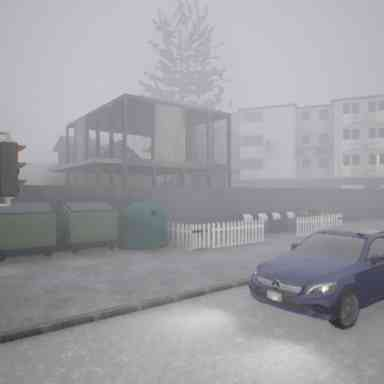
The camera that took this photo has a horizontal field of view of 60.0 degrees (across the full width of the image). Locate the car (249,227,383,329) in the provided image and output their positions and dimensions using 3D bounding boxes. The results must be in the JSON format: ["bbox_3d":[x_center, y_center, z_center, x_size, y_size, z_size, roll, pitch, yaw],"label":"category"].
[{"bbox_3d":[3.272,1.523,7.072,4.674,1.442,1.812,0,0,-37],"label":"car"}]
